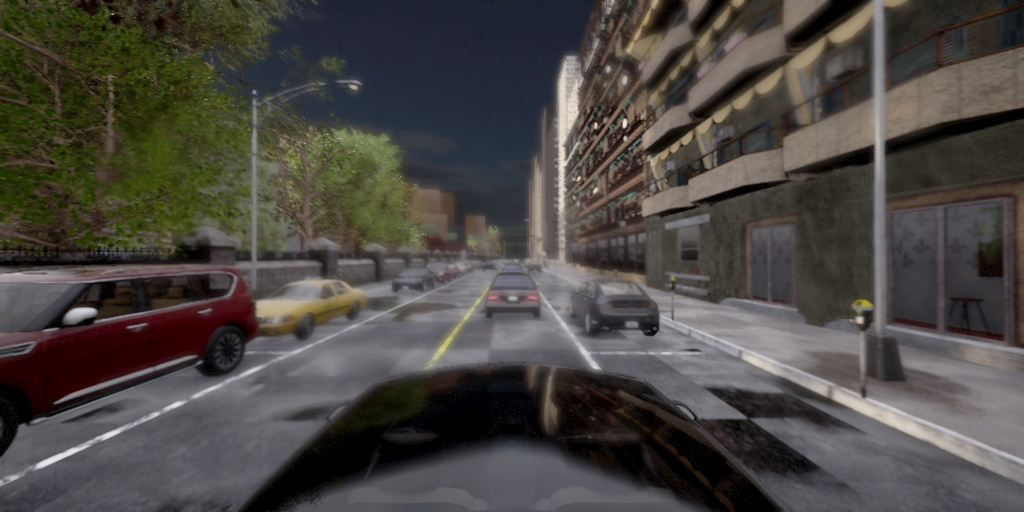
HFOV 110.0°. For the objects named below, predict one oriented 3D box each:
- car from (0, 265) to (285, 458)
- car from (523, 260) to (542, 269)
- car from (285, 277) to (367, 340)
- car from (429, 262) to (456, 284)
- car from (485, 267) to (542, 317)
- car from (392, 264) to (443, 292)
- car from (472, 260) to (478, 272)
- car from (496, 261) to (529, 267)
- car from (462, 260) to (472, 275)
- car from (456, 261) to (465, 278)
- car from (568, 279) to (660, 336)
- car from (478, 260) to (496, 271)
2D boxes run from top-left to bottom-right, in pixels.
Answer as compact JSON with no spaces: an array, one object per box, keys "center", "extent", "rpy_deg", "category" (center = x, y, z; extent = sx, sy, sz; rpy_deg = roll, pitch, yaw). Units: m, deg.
[{"center":[-5.690,1.066,4.667],"extent":[2.192,1.841,5.009],"rpy_deg":[0,0,0],"category":"car"},{"center":[2.717,1.337,43.434],"extent":[2.007,1.370,4.403],"rpy_deg":[0,0,0],"category":"car"},{"center":[-5.686,1.281,10.035],"extent":[1.751,1.417,4.829],"rpy_deg":[0,0,0],"category":"car"},{"center":[-5.674,1.209,26.821],"extent":[1.967,1.591,4.097],"rpy_deg":[0,0,0],"category":"car"},{"center":[0.049,1.305,13.112],"extent":[2.033,1.411,5.357],"rpy_deg":[0,0,1],"category":"car"},{"center":[-5.678,1.330,21.283],"extent":[1.948,1.339,4.313],"rpy_deg":[0,0,0],"category":"car"},{"center":[-5.663,1.226,43.437],"extent":[1.967,1.591,4.097],"rpy_deg":[0,0,0],"category":"car"},{"center":[0.061,1.318,28.129],"extent":[2.033,1.411,5.357],"rpy_deg":[0,0,1],"category":"car"},{"center":[-5.667,1.306,37.728],"extent":[1.751,1.417,4.829],"rpy_deg":[0,0,0],"category":"car"},{"center":[-5.670,1.356,32.360],"extent":[1.802,1.307,4.207],"rpy_deg":[0,0,0],"category":"car"},{"center":[2.695,1.306,10.202],"extent":[2.007,1.370,4.403],"rpy_deg":[0,0,0],"category":"car"},{"center":[-3.060,1.393,48.615],"extent":[1.895,1.301,4.718],"rpy_deg":[0,0,0],"category":"car"}]
